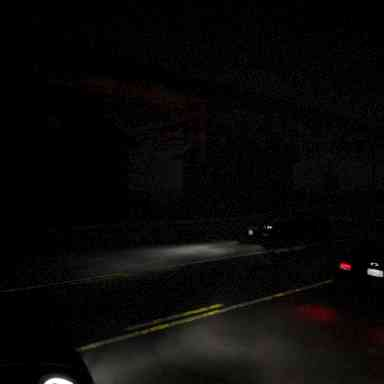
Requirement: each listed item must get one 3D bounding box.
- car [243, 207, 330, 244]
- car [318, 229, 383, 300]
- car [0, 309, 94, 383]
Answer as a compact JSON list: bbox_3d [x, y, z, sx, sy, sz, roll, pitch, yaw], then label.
[{"bbox_3d":[4.547,1.493,15.797,4.902,1.511,2.128,0,0,-35],"label":"car"},{"bbox_3d":[5.441,1.547,7.640,5.357,1.411,2.033,0,0,-36],"label":"car"},{"bbox_3d":[-2.801,1.352,1.730,4.553,1.767,2.097,0,0,-36],"label":"car"}]
